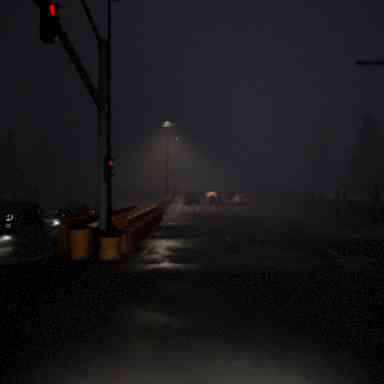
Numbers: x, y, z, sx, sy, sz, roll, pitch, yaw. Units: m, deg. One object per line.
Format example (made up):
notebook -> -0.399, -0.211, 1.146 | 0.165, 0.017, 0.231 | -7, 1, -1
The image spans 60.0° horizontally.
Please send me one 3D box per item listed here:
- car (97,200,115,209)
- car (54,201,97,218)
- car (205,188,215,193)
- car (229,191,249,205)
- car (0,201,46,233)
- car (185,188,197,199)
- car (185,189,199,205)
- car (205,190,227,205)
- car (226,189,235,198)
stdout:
car -> -10.625, 1.431, 40.616 | 1.812, 1.442, 4.674 | 0, 2, 0
car -> -10.610, 1.572, 30.223 | 2.033, 1.411, 5.357 | 0, 0, 0
car -> 3.343, 0.084, 58.724 | 2.097, 1.767, 4.553 | 0, 6, 0
car -> 6.998, 1.076, 48.555 | 1.812, 1.442, 4.674 | 0, 4, 0
car -> -10.599, 1.368, 19.779 | 2.097, 1.767, 4.553 | 0, 0, 0
car -> -0.158, 0.205, 58.898 | 2.128, 1.511, 4.902 | 0, 6, 0
car -> -0.003, 0.881, 48.844 | 2.097, 1.767, 4.553 | 0, 4, 0
car -> 3.496, 1.032, 48.695 | 2.128, 1.511, 4.902 | 0, 4, 0
car -> 6.843, 0.258, 58.755 | 1.812, 1.442, 4.674 | 0, 6, 0
